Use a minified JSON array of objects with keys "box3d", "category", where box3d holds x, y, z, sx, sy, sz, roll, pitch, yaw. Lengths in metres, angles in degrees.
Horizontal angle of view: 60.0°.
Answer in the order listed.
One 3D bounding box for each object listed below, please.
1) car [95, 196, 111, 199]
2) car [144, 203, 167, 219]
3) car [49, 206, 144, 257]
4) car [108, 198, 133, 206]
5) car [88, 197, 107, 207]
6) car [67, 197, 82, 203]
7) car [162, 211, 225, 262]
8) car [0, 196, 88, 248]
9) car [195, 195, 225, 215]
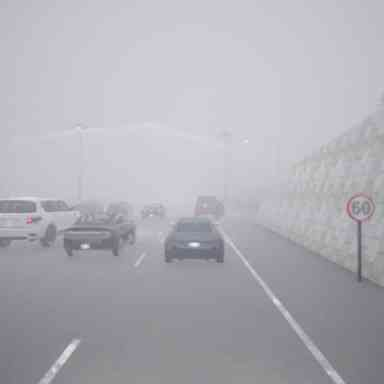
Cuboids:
[{"box3d":[-21.012,1.784,79.206,1.812,1.442,4.674,0,0,0],"category":"car"},{"box3d":[-3.412,1.701,30.537,1.895,1.301,4.718,0,0,0],"category":"car"},{"box3d":[-3.413,1.535,13.091,2.128,1.511,4.902,0,0,0],"category":"car"},{"box3d":[-6.911,1.611,32.163,1.837,1.490,4.892,0,0,0],"category":"car"},{"box3d":[-10.410,1.588,33.679,1.882,1.535,5.008,0,0,0],"category":"car"},{"box3d":[-28.012,1.855,79.175,1.895,1.301,4.718,0,0,0],"category":"car"},{"box3d":[0.084,1.605,12.320,1.994,1.385,4.181,0,0,0],"category":"car"},{"box3d":[-6.906,1.269,15.326,2.150,2.045,5.566,0,-1,0],"category":"car"},{"box3d":[1.734,1.324,31.072,2.150,2.045,5.566,0,0,13],"category":"car"}]
